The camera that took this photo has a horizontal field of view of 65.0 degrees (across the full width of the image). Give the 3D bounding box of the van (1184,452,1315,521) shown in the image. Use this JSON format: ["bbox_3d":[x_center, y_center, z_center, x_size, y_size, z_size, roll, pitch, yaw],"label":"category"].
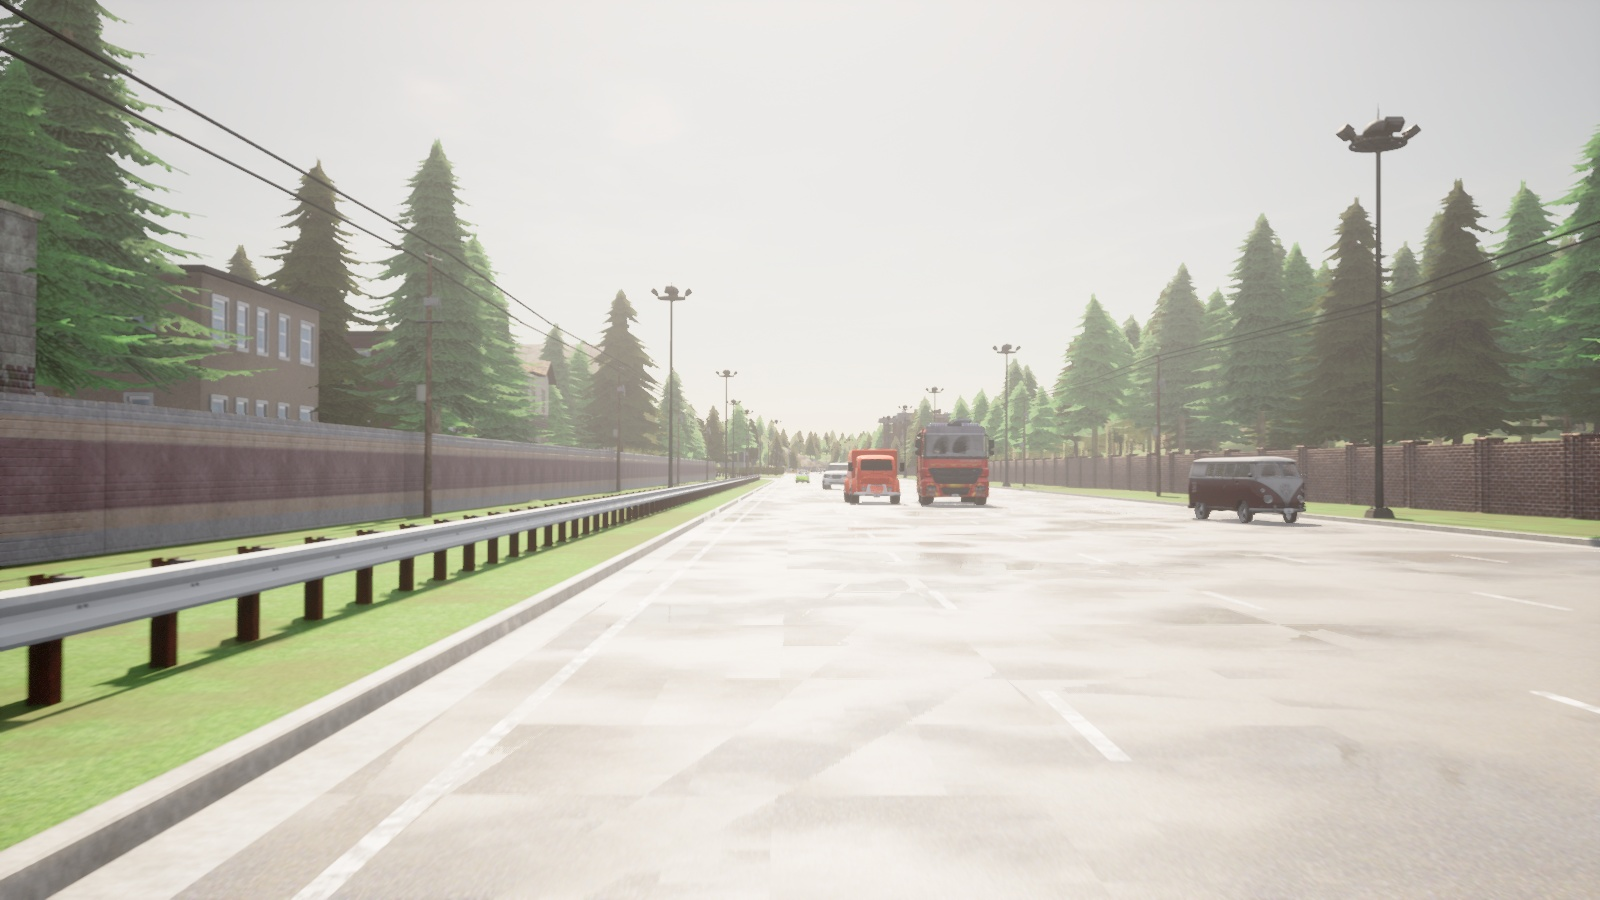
[{"bbox_3d":[13.624,1.087,38.349,1.775,1.987,4.442,0,-1,-11],"label":"van"}]

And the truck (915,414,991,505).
[{"bbox_3d":[6.833,0.478,57.042,2.891,3.827,8.468,0,-1,3],"label":"truck"}]

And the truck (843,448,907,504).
[{"bbox_3d":[3.370,1.177,57.527,2.627,2.467,5.204,0,-1,0],"label":"truck"}]

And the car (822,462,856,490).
[{"bbox_3d":[3.021,1.963,95.994,2.150,2.045,5.566,0,-1,7],"label":"car"}]
